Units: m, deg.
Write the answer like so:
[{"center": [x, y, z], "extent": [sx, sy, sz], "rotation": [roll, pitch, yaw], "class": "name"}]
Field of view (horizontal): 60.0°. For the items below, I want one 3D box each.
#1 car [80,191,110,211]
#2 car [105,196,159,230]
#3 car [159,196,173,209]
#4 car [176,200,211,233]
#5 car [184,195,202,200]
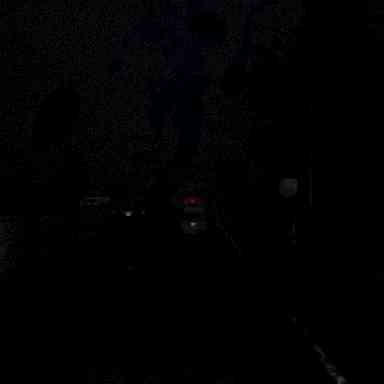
[{"center": [-10.511, 0.883, 36.589], "extent": [2.150, 2.045, 5.566], "rotation": [0, 0, 0], "class": "car"}, {"center": [-3.406, 1.215, 19.904], "extent": [2.097, 1.767, 4.553], "rotation": [0, 0, 0], "class": "car"}, {"center": [-3.413, 1.196, 41.186], "extent": [1.882, 1.535, 5.008], "rotation": [0, 0, 0], "class": "car"}, {"center": [0.081, 1.398, 18.612], "extent": [1.812, 1.442, 4.674], "rotation": [0, 0, 0], "class": "car"}, {"center": [0.088, 1.080, 39.683], "extent": [2.097, 1.767, 4.553], "rotation": [0, 0, 0], "class": "car"}]
